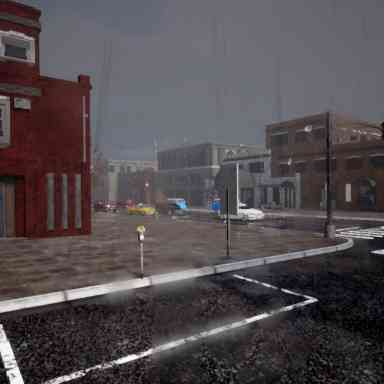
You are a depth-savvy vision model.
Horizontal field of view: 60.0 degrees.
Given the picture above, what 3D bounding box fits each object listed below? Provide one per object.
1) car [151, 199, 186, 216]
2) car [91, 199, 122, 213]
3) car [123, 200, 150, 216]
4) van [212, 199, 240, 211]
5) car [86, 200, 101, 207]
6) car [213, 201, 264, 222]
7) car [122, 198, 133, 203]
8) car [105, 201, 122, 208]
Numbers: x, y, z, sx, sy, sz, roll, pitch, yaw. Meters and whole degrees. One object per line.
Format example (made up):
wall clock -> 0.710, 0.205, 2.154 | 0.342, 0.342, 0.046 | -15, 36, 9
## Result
car -> -2.622, 1.968, 39.075 | 1.837, 1.490, 4.892 | -1, 1, -36
car -> -12.708, 2.001, 48.521 | 2.192, 1.841, 5.009 | -2, 0, -36
car -> -5.930, 2.048, 39.241 | 1.752, 1.417, 4.829 | -2, 0, -36
van -> 4.068, 1.707, 39.693 | 1.690, 1.788, 3.998 | -2, 0, -36
car -> -22.614, 2.595, 76.266 | 1.802, 1.307, 4.206 | -2, 0, -36
car -> 4.288, 1.827, 29.593 | 1.812, 1.442, 4.674 | -1, -1, -36
car -> -12.613, 2.085, 62.551 | 2.192, 1.841, 5.009 | -2, 0, -36
car -> -15.941, 2.433, 67.122 | 1.802, 1.307, 4.206 | -2, 0, -36
